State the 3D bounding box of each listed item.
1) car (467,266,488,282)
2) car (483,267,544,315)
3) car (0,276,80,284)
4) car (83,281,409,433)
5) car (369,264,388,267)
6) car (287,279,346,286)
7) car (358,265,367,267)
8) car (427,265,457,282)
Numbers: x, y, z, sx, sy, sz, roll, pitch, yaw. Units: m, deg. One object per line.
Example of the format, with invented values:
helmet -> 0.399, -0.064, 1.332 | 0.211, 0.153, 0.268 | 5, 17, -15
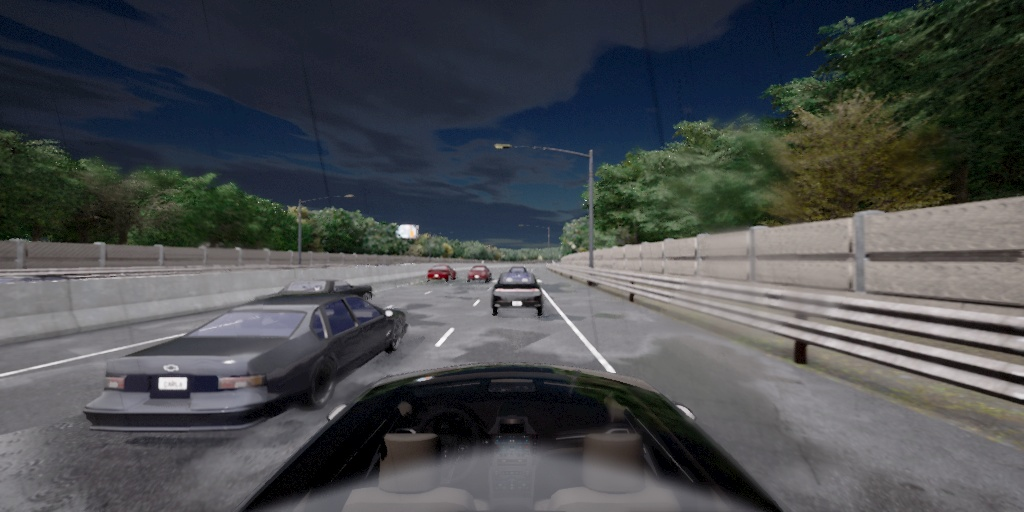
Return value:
car -> -2.923, 1.622, 32.822 | 1.812, 1.442, 4.674 | 0, -1, 2
car -> 0.206, 1.377, 14.308 | 2.128, 1.511, 4.902 | 0, 0, 1
car -> -17.522, 1.410, 12.772 | 2.033, 1.411, 5.357 | 0, -1, 1
car -> -3.376, 1.343, 6.087 | 2.033, 1.411, 5.357 | 0, -1, 0
car -> -19.716, 1.966, 55.079 | 1.994, 1.385, 4.181 | 0, -1, 3
car -> -6.812, 1.470, 13.074 | 1.895, 1.301, 4.718 | 0, -1, 1
car -> -23.185, 2.021, 55.738 | 1.895, 1.301, 4.718 | 0, -1, 3
car -> -6.408, 1.577, 33.193 | 1.882, 1.535, 5.008 | 0, -1, 2
